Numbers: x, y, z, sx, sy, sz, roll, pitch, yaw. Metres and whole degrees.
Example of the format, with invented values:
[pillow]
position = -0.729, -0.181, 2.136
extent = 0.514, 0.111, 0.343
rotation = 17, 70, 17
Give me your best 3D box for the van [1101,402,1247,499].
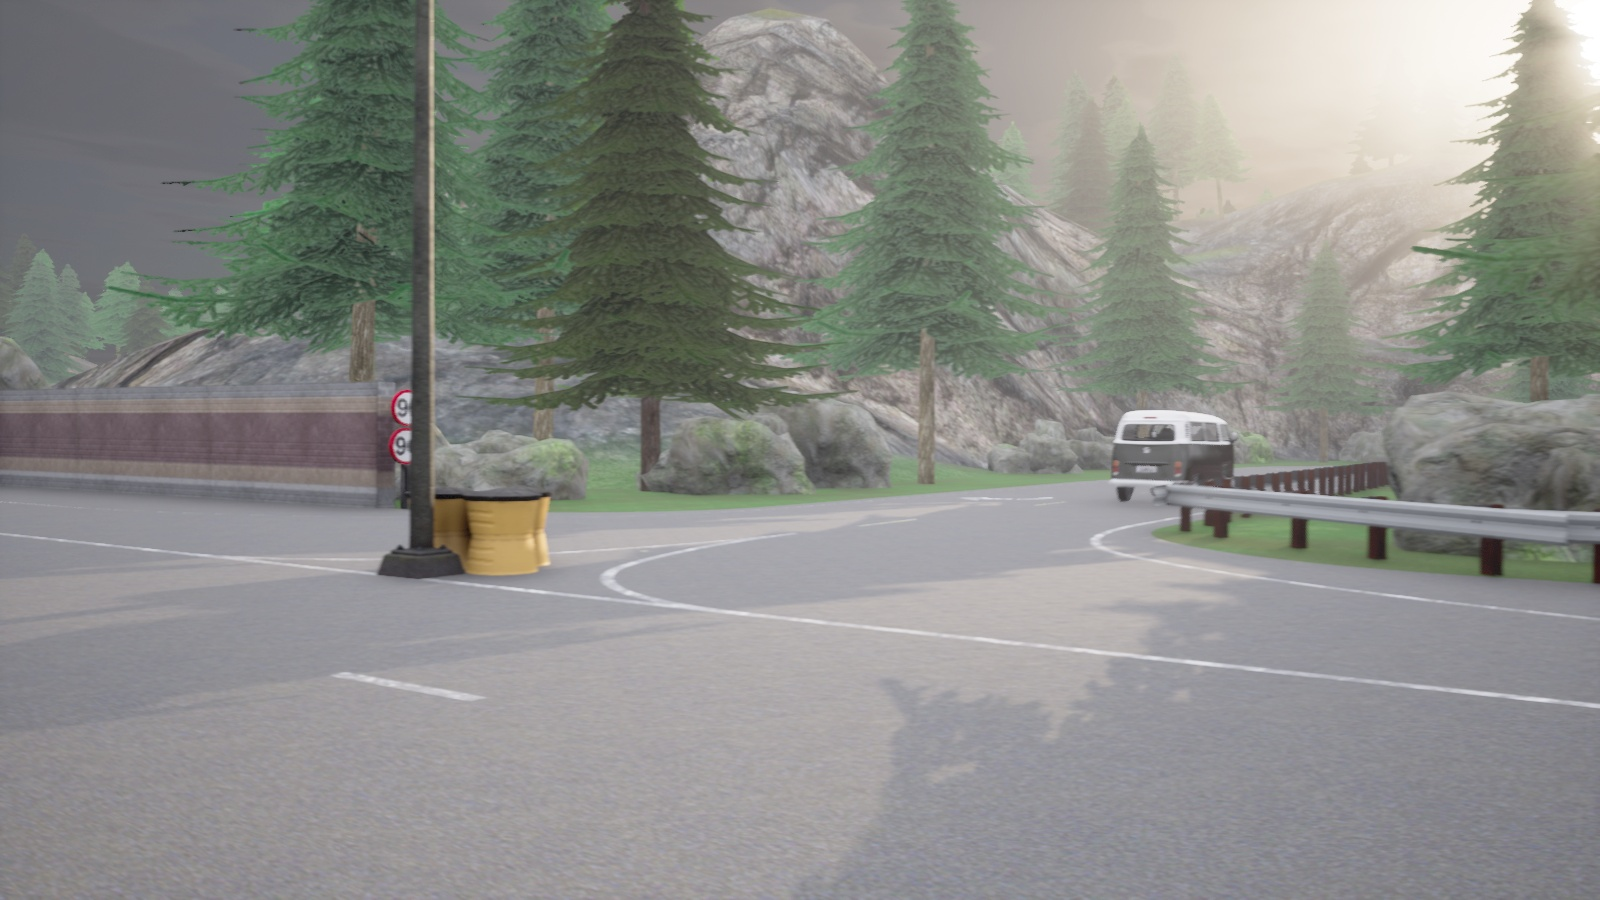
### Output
[van]
position = 8.644, -0.019, 28.750
extent = 2.069, 2.038, 4.480
rotation = 0, 1, 32
